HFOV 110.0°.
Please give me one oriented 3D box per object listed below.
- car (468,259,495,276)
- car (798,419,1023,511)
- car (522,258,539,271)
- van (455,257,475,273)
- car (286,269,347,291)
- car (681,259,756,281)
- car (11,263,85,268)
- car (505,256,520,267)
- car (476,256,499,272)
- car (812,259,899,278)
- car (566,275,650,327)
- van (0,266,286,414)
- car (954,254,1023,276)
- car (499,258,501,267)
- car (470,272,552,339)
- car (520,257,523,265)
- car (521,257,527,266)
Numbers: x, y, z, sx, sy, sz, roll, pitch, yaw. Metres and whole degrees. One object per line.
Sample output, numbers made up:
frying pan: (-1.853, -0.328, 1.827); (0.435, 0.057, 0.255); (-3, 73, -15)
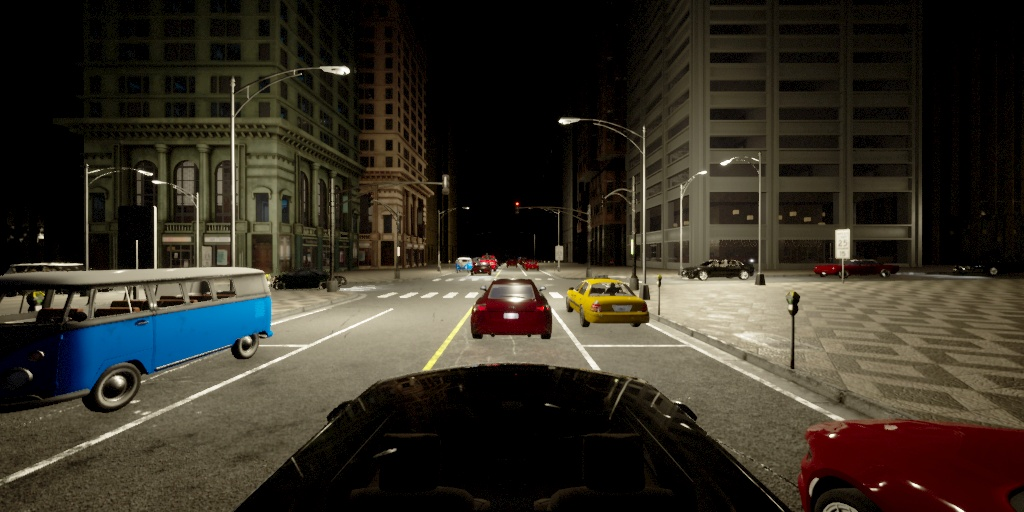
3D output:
car: (-3.138, 1.325, 37.811); (1.994, 1.385, 4.181); (0, 0, 1)
car: (2.765, 1.295, 0.550); (1.888, 1.381, 4.507); (0, 0, 0)
car: (2.716, 1.314, 49.223); (1.888, 1.381, 4.507); (0, 0, 0)
van: (-5.832, 1.106, 43.705); (1.690, 1.789, 3.998); (0, 0, 0)
car: (-12.993, 1.520, 23.173); (4.181, 1.385, 1.994); (-1, 0, -5)
car: (14.880, 0.975, 26.001); (4.892, 1.490, 1.837); (-1, 0, 0)
car: (-28.735, 1.453, 22.902); (5.566, 2.045, 2.150); (-1, 0, 0)
car: (0.014, 1.263, 65.126); (1.882, 1.535, 5.008); (0, -1, 0)
car: (-3.162, 0.989, 47.438); (2.150, 2.045, 5.566); (0, 0, -1)
car: (24.799, 0.905, 25.975); (4.718, 1.301, 1.895); (-1, 0, 0)
car: (2.757, 1.276, 11.300); (1.751, 1.417, 4.829); (0, 0, 0)
van: (-5.767, 1.091, 5.721); (1.690, 1.789, 3.998); (0, 0, 0)
car: (35.131, 0.642, 25.942); (4.892, 1.490, 1.837); (-1, 0, 0)
car: (-3.157, 1.378, 57.543); (1.895, 1.301, 4.718); (0, 0, 0)
car: (0.023, 1.315, 10.067); (1.994, 1.385, 4.181); (0, 0, 1)
car: (2.699, 1.325, 60.274); (1.888, 1.381, 4.507); (0, 0, 0)
car: (2.708, 1.319, 54.748); (1.888, 1.381, 4.507); (0, 0, 0)
